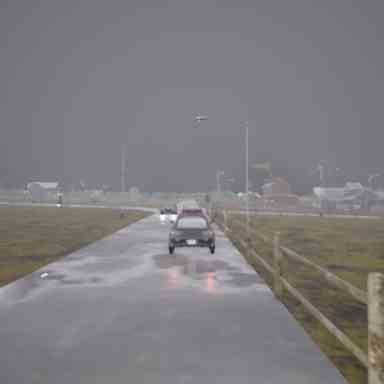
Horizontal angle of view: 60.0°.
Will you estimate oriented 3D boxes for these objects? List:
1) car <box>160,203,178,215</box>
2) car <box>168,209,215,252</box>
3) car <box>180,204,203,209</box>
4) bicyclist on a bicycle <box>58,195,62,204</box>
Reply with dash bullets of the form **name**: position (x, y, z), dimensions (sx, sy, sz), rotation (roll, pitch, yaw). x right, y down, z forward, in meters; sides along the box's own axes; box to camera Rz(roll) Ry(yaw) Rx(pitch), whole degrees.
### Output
- **car**: position (-2.774, 2.011, 40.454), dimensions (1.994, 1.385, 4.181), rotation (0, -1, 0)
- **car**: position (-0.003, 1.666, 14.386), dimensions (1.812, 1.442, 4.674), rotation (0, 0, 0)
- **car**: position (-0.009, 1.786, 29.477), dimensions (1.882, 1.535, 5.008), rotation (0, 0, 0)
- **bicyclist on a bicycle**: position (-22.645, 1.307, 56.955), dimensions (0.582, 1.620, 1.656), rotation (2, -1, 0)
